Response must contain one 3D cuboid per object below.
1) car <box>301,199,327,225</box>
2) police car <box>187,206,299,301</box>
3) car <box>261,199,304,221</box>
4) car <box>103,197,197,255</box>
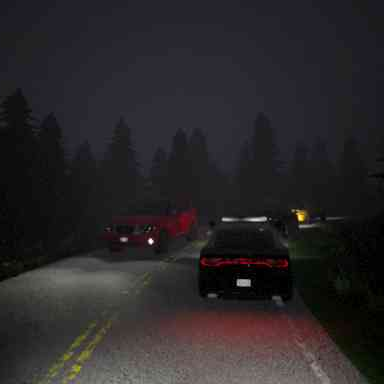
[{"bbox_3d":[7.335,1.240,21.911,1.801,1.575,5.366,-4,-2,38],"label":"car"},{"bbox_3d":[1.348,1.400,8.490,1.930,1.638,5.238,-1,0,10],"label":"police car"},{"bbox_3d":[4.230,1.387,17.107,1.837,1.490,4.892,-2,0,27],"label":"car"},{"bbox_3d":[-1.457,1.265,13.962,2.150,2.045,5.566,-2,-1,19],"label":"car"}]
